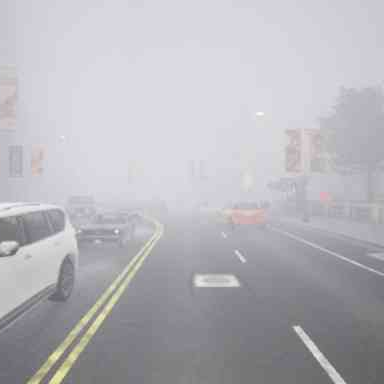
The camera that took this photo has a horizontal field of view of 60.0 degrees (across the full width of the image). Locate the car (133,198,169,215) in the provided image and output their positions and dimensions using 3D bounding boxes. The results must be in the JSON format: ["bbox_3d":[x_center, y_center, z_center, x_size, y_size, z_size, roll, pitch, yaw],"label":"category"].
[{"bbox_3d":[-4.227,1.413,35.156,2.097,1.767,4.553,0,0,-29],"label":"car"}]

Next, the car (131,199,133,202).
[{"bbox_3d":[-8.063,1.645,46.672,1.994,1.385,4.181,0,0,-41],"label":"car"}]

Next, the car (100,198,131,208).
[{"bbox_3d":[-10.735,1.585,44.643,1.837,1.490,4.892,0,0,-44],"label":"car"}]

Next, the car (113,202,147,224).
[{"bbox_3d":[-4.712,1.644,24.964,1.895,1.301,4.718,0,0,-12],"label":"car"}]

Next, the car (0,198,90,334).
[{"bbox_3d":[-3.614,1.232,5.357,2.150,2.045,5.566,0,0,0],"label":"car"}]

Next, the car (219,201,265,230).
[{"bbox_3d":[3.092,1.388,21.489,2.097,1.767,4.553,0,0,-6],"label":"car"}]

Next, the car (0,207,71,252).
[{"bbox_3d":[-7.232,1.532,15.105,1.837,1.490,4.892,0,0,-2],"label":"car"}]

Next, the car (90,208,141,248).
[{"bbox_3d":[-3.718,1.628,15.124,1.895,1.301,4.718,0,0,-2],"label":"car"}]

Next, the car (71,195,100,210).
[{"bbox_3d":[-8.403,1.267,25.497,2.150,2.045,5.566,0,0,-15],"label":"car"}]
